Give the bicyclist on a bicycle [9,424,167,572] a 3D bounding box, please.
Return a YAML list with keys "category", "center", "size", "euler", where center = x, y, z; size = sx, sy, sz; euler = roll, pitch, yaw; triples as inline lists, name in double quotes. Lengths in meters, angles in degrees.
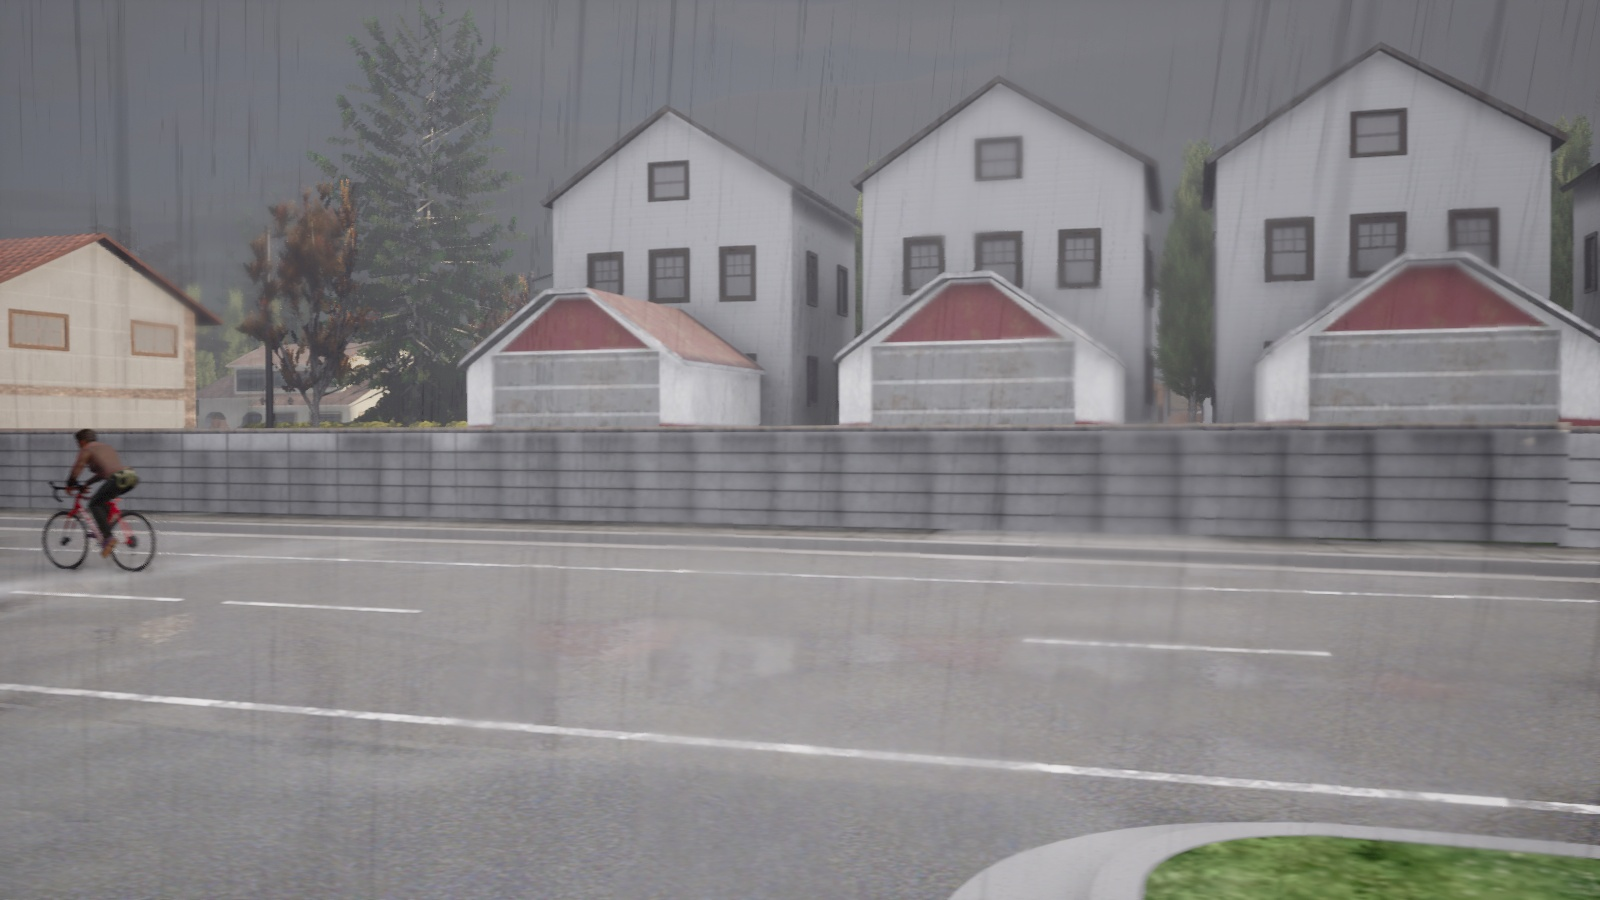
- category: "bicyclist on a bicycle"
  center: [-8.100, 0.520, 14.286]
  size: [1.656, 1.620, 0.582]
  euler: [0, 1, 18]
